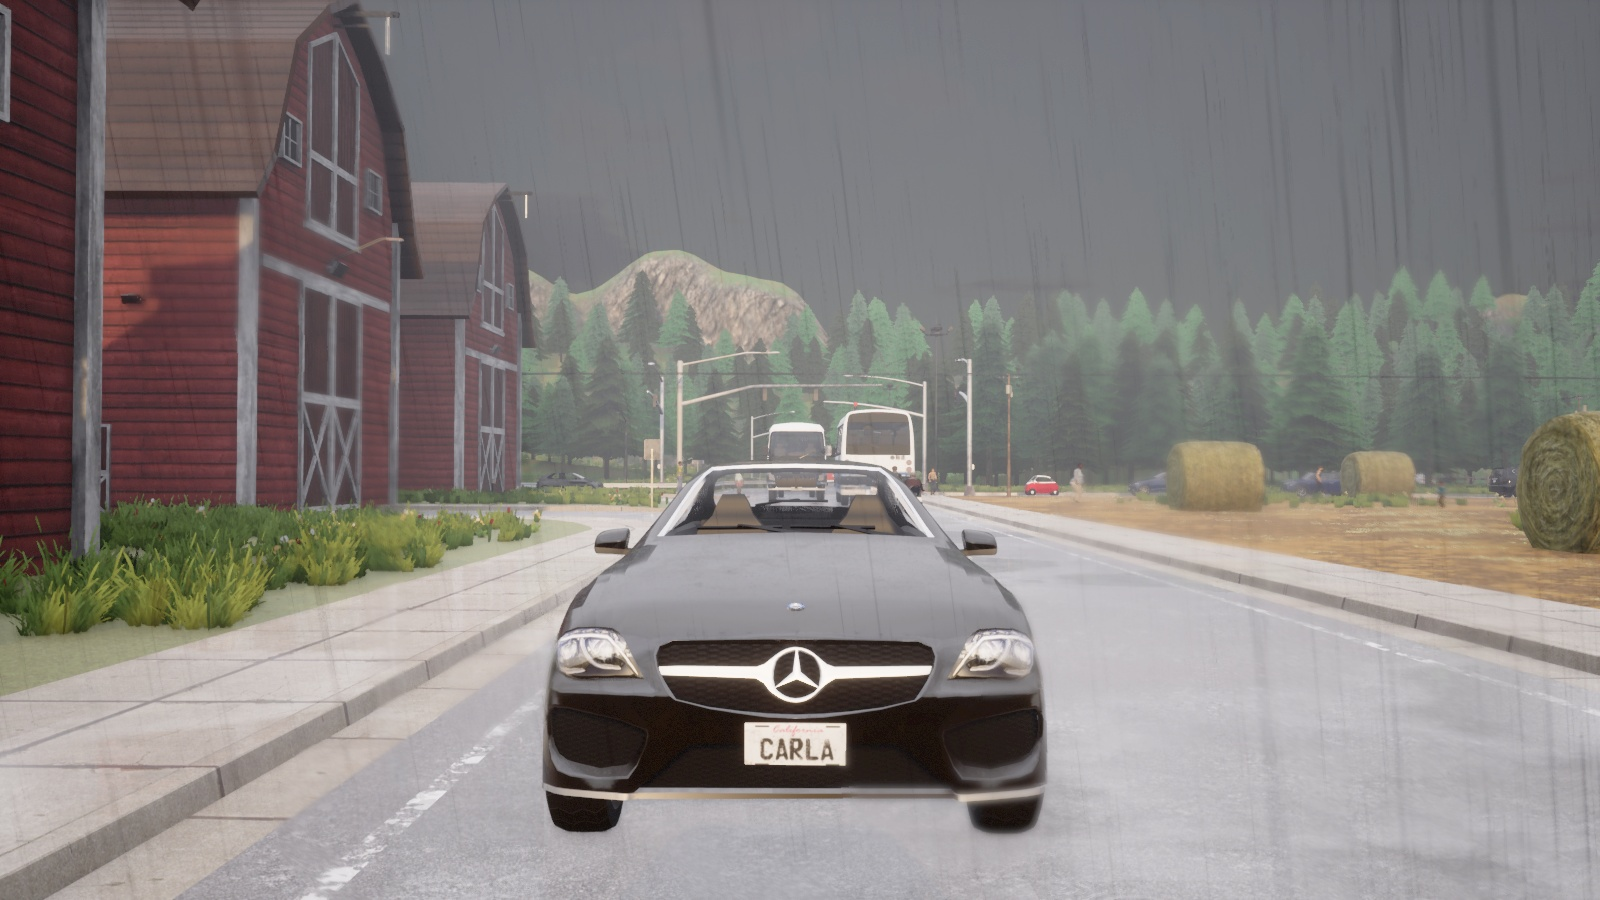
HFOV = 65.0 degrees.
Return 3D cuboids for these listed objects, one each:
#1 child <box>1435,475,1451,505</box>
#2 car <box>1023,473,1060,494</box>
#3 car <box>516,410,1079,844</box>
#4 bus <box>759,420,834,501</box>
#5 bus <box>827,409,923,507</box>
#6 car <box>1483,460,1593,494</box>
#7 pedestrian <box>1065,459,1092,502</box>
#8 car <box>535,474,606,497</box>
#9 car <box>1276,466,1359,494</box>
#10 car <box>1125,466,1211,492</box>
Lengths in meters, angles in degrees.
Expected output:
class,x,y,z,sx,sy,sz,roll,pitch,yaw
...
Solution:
class,x,y,z,sx,sy,sz,roll,pitch,yaw
child,25.385,1.576,49.593,0.448,1.192,0.343,0,-1,-16
car,15.880,2.216,82.614,2.207,1.376,1.481,0,-1,1
car,-0.019,0.716,7.320,2.152,1.651,5.027,0,-1,0
bus,-0.181,0.638,71.583,3.944,4.253,10.273,0,-1,0
bus,3.349,0.417,59.418,3.944,4.253,10.273,0,-1,0
car,46.188,1.693,78.649,5.566,2.045,2.150,0,-1,1
pedestrian,12.231,1.336,55.118,0.900,1.855,0.874,-1,-1,32
car,-14.528,2.246,79.589,4.193,1.474,1.816,0,-1,1
car,33.914,1.943,82.336,4.553,1.767,2.097,0,-1,1
car,24.154,1.905,82.490,5.027,1.651,2.152,0,-1,1
